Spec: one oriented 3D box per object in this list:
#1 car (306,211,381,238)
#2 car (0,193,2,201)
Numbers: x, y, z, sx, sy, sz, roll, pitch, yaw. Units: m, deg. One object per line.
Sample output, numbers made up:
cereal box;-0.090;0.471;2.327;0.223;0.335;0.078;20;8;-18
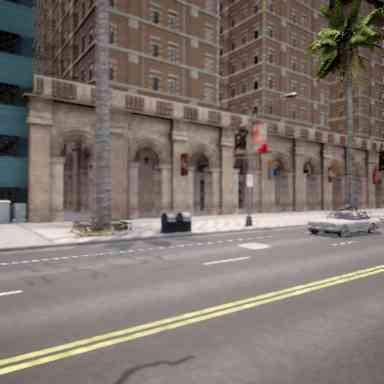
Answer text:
car;8.554;1.745;18.691;4.718;1.301;1.895;1;0;-35
car;-17.781;1.033;25.969;5.566;2.045;2.435;1;0;-35
